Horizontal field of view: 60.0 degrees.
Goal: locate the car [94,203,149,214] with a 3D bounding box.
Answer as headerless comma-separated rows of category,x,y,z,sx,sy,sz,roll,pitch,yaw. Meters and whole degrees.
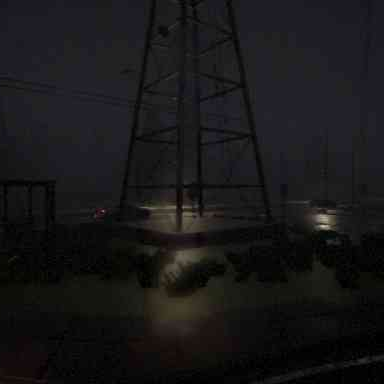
car,-5.536,1.586,26.908,4.674,1.442,1.812,0,0,-37

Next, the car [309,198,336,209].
car,17.362,1.433,43.944,4.181,1.385,1.994,0,0,-37
